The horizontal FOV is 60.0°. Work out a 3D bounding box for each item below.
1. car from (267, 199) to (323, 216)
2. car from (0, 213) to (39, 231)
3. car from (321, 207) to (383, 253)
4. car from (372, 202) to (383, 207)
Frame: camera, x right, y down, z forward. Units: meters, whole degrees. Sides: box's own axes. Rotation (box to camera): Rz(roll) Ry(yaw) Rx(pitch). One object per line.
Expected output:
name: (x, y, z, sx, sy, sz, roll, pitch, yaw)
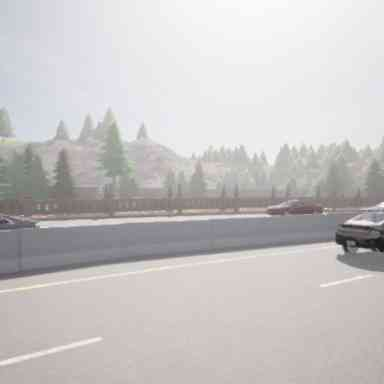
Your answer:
car: (8.654, 1.382, 28.041, 5.008, 1.535, 1.882, 0, 0, -22)
car: (-7.731, 1.421, 11.196, 4.902, 1.511, 2.128, 0, 0, -35)
car: (7.291, 1.439, 11.858, 4.902, 1.511, 2.128, 0, 0, -27)
car: (16.401, 1.474, 27.270, 5.357, 1.411, 2.033, 0, 0, -18)
